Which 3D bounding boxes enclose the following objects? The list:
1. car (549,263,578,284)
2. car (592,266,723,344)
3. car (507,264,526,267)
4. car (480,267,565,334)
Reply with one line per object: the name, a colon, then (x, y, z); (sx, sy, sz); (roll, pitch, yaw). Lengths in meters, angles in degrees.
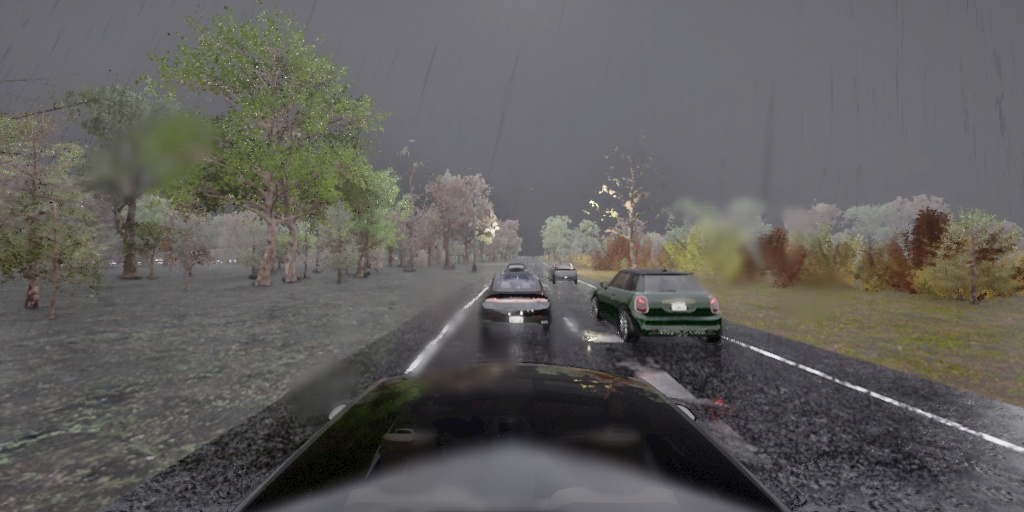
car: (3.862, 1.303, 27.658); (2.128, 1.511, 4.902); (0, 0, 1)
car: (3.618, 1.120, 9.826); (2.097, 1.767, 4.553); (0, 0, 1)
car: (0.366, 1.319, 27.931); (1.837, 1.490, 4.892); (0, 0, 1)
car: (0.121, 1.264, 10.759); (2.128, 1.511, 4.902); (0, 0, 0)
